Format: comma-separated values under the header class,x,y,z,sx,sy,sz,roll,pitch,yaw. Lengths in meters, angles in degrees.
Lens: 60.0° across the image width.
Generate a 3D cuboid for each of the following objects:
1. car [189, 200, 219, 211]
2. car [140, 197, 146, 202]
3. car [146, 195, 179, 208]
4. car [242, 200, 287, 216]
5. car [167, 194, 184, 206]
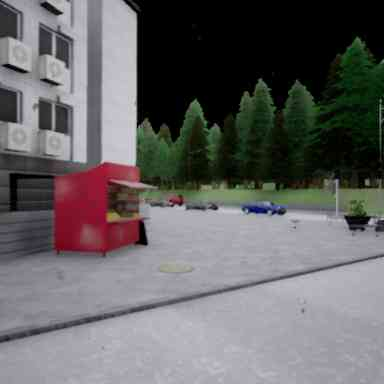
class,x,y,z,sx,sy,sz,roll,pitch,yaw
car,1.494,1.685,41.941,1.994,1.385,4.181,0,0,-35
car,-9.515,1.618,64.463,1.882,1.535,5.008,0,0,-35
car,-4.498,1.613,50.392,2.128,1.511,4.902,0,0,-35
car,7.279,1.599,33.811,1.882,1.535,5.008,0,0,-35
car,-3.518,1.362,56.121,2.150,2.045,5.566,0,0,-35
